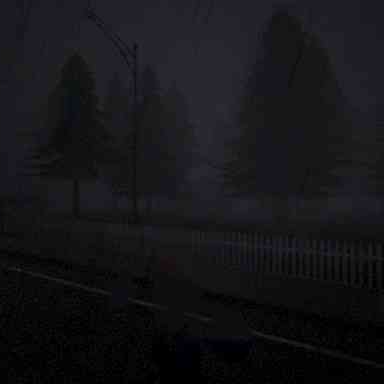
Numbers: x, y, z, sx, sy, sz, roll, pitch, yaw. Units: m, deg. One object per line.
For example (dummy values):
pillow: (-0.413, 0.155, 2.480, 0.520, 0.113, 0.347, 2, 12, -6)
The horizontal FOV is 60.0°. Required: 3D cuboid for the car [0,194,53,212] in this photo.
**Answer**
car: (-17.354, 1.193, 34.815, 2.150, 2.045, 5.566, 0, 0, 37)
